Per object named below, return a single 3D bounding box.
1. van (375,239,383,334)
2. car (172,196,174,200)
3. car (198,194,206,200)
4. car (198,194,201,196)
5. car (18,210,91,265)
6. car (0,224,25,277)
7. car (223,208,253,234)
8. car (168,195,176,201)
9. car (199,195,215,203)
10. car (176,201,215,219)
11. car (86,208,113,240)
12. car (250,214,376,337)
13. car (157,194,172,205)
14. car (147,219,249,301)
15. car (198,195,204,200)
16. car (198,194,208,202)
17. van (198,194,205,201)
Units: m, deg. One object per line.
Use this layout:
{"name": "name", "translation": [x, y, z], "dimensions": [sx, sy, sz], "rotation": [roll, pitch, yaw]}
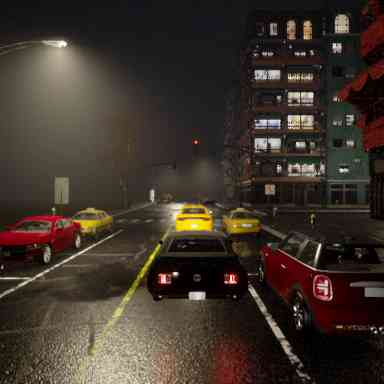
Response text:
{"name": "van", "translation": [2.576, 1.341, 1.093], "dimensions": [1.690, 1.788, 3.998], "rotation": [1, 0, 0]}
{"name": "car", "translation": [-5.309, 1.334, 66.741], "dimensions": [2.192, 1.841, 5.009], "rotation": [1, 0, 0]}
{"name": "car", "translation": [2.569, 1.599, 61.564], "dimensions": [1.802, 1.307, 4.206], "rotation": [1, 0, 0]}
{"name": "car", "translation": [2.568, 1.587, 72.886], "dimensions": [1.947, 1.339, 4.313], "rotation": [1, 0, 0]}
{"name": "car", "translation": [-5.307, 1.547, 11.764], "dimensions": [1.887, 1.381, 4.507], "rotation": [1, 0, 0]}
{"name": "car", "translation": [-5.307, 1.552, 6.227], "dimensions": [2.008, 1.369, 4.403], "rotation": [1, 0, 0]}
{"name": "car", "translation": [2.573, 1.530, 17.897], "dimensions": [1.752, 1.417, 4.829], "rotation": [1, 0, 0]}
{"name": "car", "translation": [-5.314, 1.609, 89.357], "dimensions": [1.802, 1.307, 4.206], "rotation": [1, 0, 0]}
{"name": "car", "translation": [2.570, 1.565, 50.242], "dimensions": [2.008, 1.369, 4.403], "rotation": [1, 0, 0]}
{"name": "car", "translation": [0.101, 1.482, 18.397], "dimensions": [1.882, 1.535, 5.008], "rotation": [0, 0, 0]}
{"name": "car", "translation": [-5.308, 1.529, 17.130], "dimensions": [1.752, 1.417, 4.829], "rotation": [1, 0, 0]}
{"name": "car", "translation": [2.575, 1.442, 6.638], "dimensions": [1.967, 1.590, 4.097], "rotation": [1, 0, 0]}
{"name": "car", "translation": [-5.310, 1.457, 61.086], "dimensions": [1.967, 1.590, 4.097], "rotation": [1, 0, 0]}
{"name": "car", "translation": [0.100, 1.603, 8.280], "dimensions": [1.895, 1.301, 4.718], "rotation": [0, 0, 0]}
{"name": "car", "translation": [2.567, 1.555, 95.700], "dimensions": [1.752, 1.417, 4.829], "rotation": [1, 0, 0]}
{"name": "car", "translation": [2.570, 1.338, 78.547], "dimensions": [2.192, 1.841, 5.009], "rotation": [1, 0, 0]}
{"name": "van", "translation": [2.569, 1.369, 89.869], "dimensions": [1.690, 1.788, 3.998], "rotation": [1, 0, 0]}
